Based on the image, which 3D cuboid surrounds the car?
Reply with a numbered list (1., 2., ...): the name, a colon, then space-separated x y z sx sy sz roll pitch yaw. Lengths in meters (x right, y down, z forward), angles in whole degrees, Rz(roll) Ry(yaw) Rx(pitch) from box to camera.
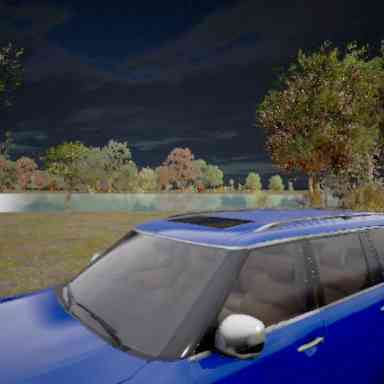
1. car: 0.287 1.232 3.155 5.566 2.045 2.150 0 0 -36
